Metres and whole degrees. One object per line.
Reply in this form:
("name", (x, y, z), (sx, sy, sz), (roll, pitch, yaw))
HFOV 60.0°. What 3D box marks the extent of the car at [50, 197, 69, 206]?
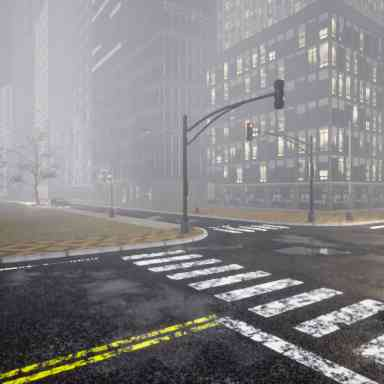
("car", (-21.668, 1.553, 54.255), (2.033, 1.411, 5.357), (0, 0, -35))
